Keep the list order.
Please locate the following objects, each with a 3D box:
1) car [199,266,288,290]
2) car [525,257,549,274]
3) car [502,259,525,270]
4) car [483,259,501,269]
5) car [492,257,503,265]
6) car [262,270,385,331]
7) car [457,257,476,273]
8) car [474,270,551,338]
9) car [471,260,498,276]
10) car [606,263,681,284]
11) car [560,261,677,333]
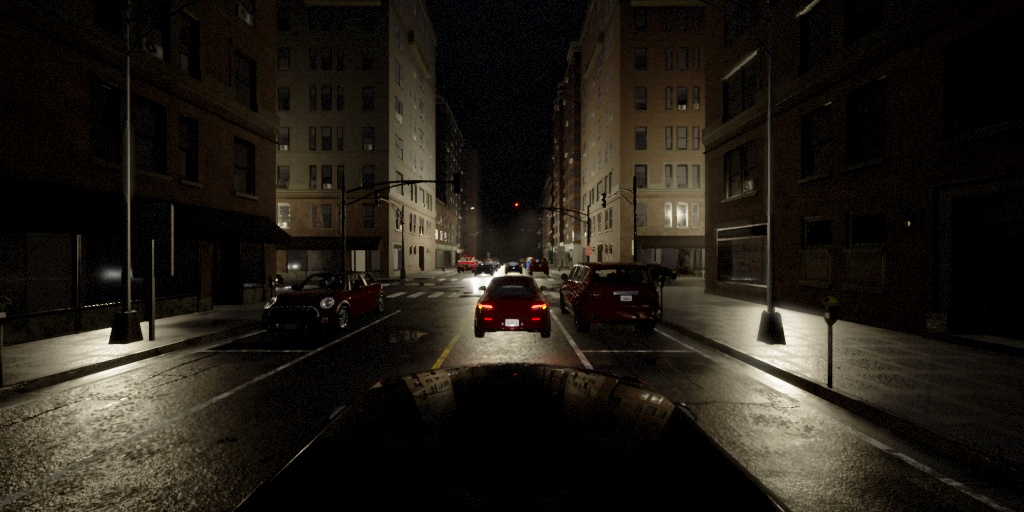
[{"bbox_3d":[-17.068,1.362,22.958,4.181,1.385,1.994,0,0,0],"label":"car"},{"bbox_3d":[2.781,1.063,37.752,2.192,1.841,5.009,0,0,0],"label":"car"},{"bbox_3d":[0.197,1.312,41.821,1.994,1.385,4.181,0,0,0],"label":"car"},{"bbox_3d":[-2.743,1.348,46.679,1.895,1.301,4.718,0,0,0],"label":"car"},{"bbox_3d":[-2.713,1.294,57.162,2.033,1.411,5.357,0,0,1],"label":"car"},{"bbox_3d":[-5.369,1.189,10.714,1.967,1.591,4.097,0,0,0],"label":"car"},{"bbox_3d":[-5.326,1.063,43.274,2.192,1.841,5.009,0,0,0],"label":"car"},{"bbox_3d":[0.025,1.276,10.053,1.812,1.442,4.674,0,0,1],"label":"car"},{"bbox_3d":[-2.769,1.349,36.672,1.895,1.301,4.718,0,0,0],"label":"car"},{"bbox_3d":[9.353,1.246,25.783,4.674,1.442,1.812,0,0,0],"label":"car"},{"bbox_3d":[2.656,1.064,10.696,2.192,1.841,5.009,0,0,0],"label":"car"}]
